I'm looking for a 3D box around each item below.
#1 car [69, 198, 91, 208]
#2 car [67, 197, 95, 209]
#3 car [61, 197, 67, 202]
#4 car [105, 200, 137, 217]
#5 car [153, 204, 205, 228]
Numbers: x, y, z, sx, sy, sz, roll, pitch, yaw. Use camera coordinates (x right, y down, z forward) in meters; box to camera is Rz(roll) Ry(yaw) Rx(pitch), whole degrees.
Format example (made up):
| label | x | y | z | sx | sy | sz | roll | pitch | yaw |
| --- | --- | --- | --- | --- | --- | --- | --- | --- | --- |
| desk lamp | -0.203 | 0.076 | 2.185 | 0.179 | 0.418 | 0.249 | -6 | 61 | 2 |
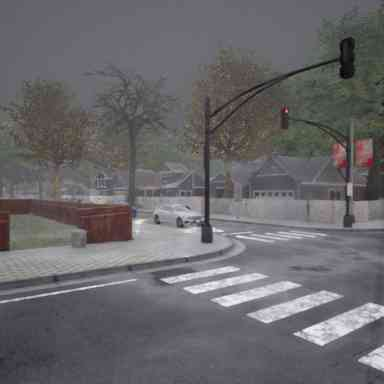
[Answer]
| label | x | y | z | sx | sy | sz | roll | pitch | yaw |
| --- | --- | --- | --- | --- | --- | --- | --- | --- | --- |
| car | -16.699 | 1.652 | 49.611 | 1.994 | 1.385 | 4.181 | 0 | 0 | -35 |
| car | -12.816 | 1.528 | 39.205 | 1.882 | 1.535 | 5.008 | 0 | 0 | -35 |
| car | -22.359 | 1.599 | 57.419 | 2.128 | 1.511 | 4.902 | 0 | 0 | -36 |
| car | -6.828 | 1.512 | 30.824 | 1.882 | 1.535 | 5.008 | 0 | 0 | -36 |
| car | -0.990 | 1.546 | 22.655 | 1.812 | 1.442 | 4.674 | 0 | 0 | -36 |
